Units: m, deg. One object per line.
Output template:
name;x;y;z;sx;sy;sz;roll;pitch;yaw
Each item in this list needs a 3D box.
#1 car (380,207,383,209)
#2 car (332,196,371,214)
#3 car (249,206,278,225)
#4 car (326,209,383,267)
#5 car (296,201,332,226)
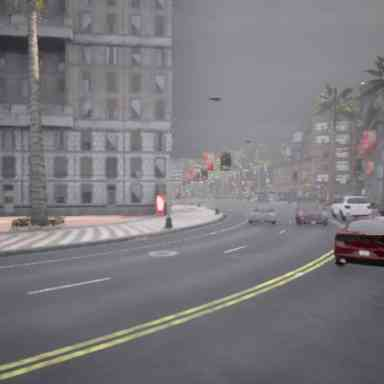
car;16.942;1.638;27.496;2.128;1.511;4.902;0;0;13
car;13.800;1.394;29.050;2.150;2.045;5.566;0;0;11
car;5.585;1.783;25.655;1.895;1.301;4.718;0;0;17
car;6.219;1.541;11.134;1.882;1.535;5.008;0;0;37
car;8.824;1.512;24.677;2.097;1.767;4.553;0;0;16
